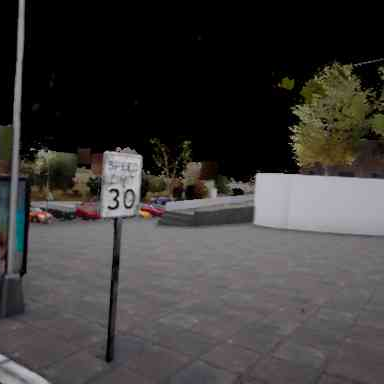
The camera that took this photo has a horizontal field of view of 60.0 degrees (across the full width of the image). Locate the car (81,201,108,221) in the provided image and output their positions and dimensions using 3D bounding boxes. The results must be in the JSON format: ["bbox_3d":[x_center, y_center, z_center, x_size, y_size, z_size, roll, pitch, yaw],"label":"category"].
[{"bbox_3d":[-14.015,2.382,41.476,5.566,2.045,2.435,7,3,16],"label":"car"}]

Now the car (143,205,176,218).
[{"bbox_3d":[-5.201,3.098,53.662,4.792,1.488,2.163,6,2,16],"label":"car"}]

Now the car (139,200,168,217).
[{"bbox_3d":[-6.922,2.733,51.212,5.566,2.045,2.435,6,2,16],"label":"car"}]

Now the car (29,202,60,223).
[{"bbox_3d":[-17.598,2.330,36.644,4.553,1.767,2.185,6,2,16],"label":"car"}]

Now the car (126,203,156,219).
[{"bbox_3d":[-8.548,2.911,48.740,5.366,1.575,1.946,6,2,16],"label":"car"}]

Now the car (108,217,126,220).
[{"bbox_3d":[-12.190,2.475,43.902,5.566,2.045,2.435,6,2,16],"label":"car"}]

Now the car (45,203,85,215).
[{"bbox_3d":[-17.284,2.263,45.512,1.895,1.301,4.718,6,2,37],"label":"car"}]

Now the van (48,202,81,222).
[{"bbox_3d":[-15.877,2.311,39.076,4.442,1.987,1.878,6,3,16],"label":"van"}]

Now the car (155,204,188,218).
[{"bbox_3d":[-3.475,3.155,56.096,4.892,1.521,2.231,6,2,16],"label":"car"}]

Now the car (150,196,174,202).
[{"bbox_3d":[-6.254,2.051,75.794,2.150,2.045,5.566,6,2,36],"label":"car"}]
